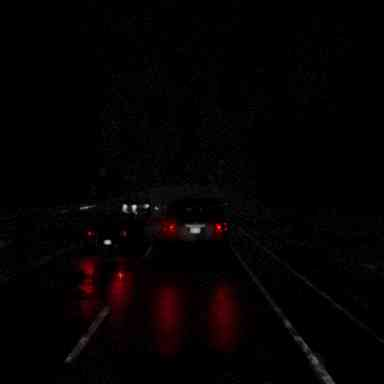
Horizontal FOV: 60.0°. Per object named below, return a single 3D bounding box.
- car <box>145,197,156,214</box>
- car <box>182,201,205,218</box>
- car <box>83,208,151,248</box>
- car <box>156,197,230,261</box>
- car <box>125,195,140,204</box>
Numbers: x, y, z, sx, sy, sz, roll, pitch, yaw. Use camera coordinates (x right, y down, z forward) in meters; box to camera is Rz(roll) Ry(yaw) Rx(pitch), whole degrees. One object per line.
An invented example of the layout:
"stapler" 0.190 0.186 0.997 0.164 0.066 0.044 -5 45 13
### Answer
"car" -3.161 1.478 32.010 1.994 1.385 4.181 0 0 0
"car" 0.090 1.526 29.885 1.895 1.301 4.718 0 0 0
"car" -3.157 1.583 14.677 1.895 1.301 4.718 0 0 0
"car" 0.099 1.208 12.328 2.150 2.045 5.566 0 0 0
"car" -9.765 1.299 54.780 1.812 1.442 4.674 0 0 0
